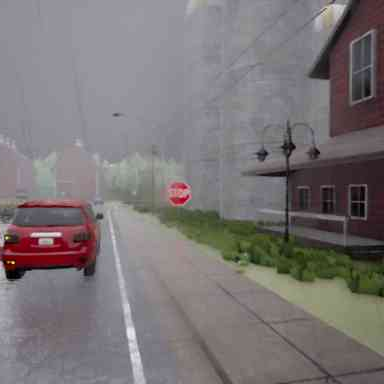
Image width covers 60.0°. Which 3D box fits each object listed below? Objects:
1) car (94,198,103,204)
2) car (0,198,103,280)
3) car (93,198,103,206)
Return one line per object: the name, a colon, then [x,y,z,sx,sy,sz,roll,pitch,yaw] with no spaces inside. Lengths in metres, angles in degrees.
car: [-21.270,1.983,75.652,1.895,1.301,4.718,1,0,-15]
car: [-4.042,1.272,10.357,2.150,2.045,5.566,1,-1,-14]
car: [-18.541,1.878,65.571,1.812,1.442,4.674,1,0,-14]
